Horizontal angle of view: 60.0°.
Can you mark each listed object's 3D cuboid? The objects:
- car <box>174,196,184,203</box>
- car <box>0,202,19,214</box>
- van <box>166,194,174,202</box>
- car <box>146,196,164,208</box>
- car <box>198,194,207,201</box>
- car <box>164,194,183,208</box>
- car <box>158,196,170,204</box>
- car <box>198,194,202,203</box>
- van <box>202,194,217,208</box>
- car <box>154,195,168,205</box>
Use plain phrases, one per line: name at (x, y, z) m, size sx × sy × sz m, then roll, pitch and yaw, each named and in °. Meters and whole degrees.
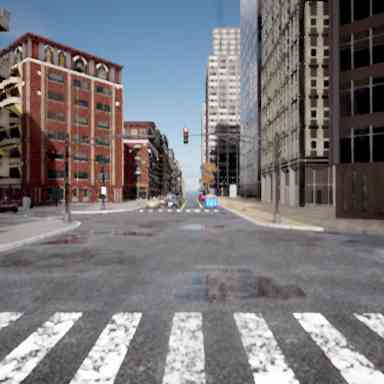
car at (-2.697, 1.502, 69.193) m, size 1.812 × 1.442 × 4.674 m, roll 0°, pitch 0°, yaw 0°
car at (-21.117, 1.723, 36.960) m, size 4.718 × 1.301 × 1.895 m, roll 0°, pitch 0°, yaw 41°
van at (-5.251, 1.330, 79.589) m, size 1.690 × 1.788 × 3.998 m, roll 0°, pitch 0°, yaw 0°
car at (-5.276, 1.487, 46.105) m, size 1.752 × 1.417 × 4.829 m, roll 0°, pitch 0°, yaw 0°
car at (2.632, 1.313, 85.137) m, size 2.192 × 1.841 × 5.009 m, roll 0°, pitch 0°, yaw 0°
car at (-2.777, 1.453, 46.463) m, size 2.128 × 1.511 × 4.902 m, roll 0°, pitch 0°, yaw 2°
car at (-5.264, 1.536, 62.933) m, size 1.947 × 1.339 × 4.313 m, roll 0°, pitch 0°, yaw 0°
car at (2.620, 1.521, 68.478) m, size 1.887 × 1.381 × 4.507 m, roll 0°, pitch 0°, yaw 0°
van at (2.605, 1.302, 46.269) m, size 1.690 × 1.788 × 3.998 m, roll 0°, pitch 0°, yaw 0°
car at (-5.268, 1.406, 57.381) m, size 1.967 × 1.590 × 4.097 m, roll 0°, pitch 0°, yaw 0°
